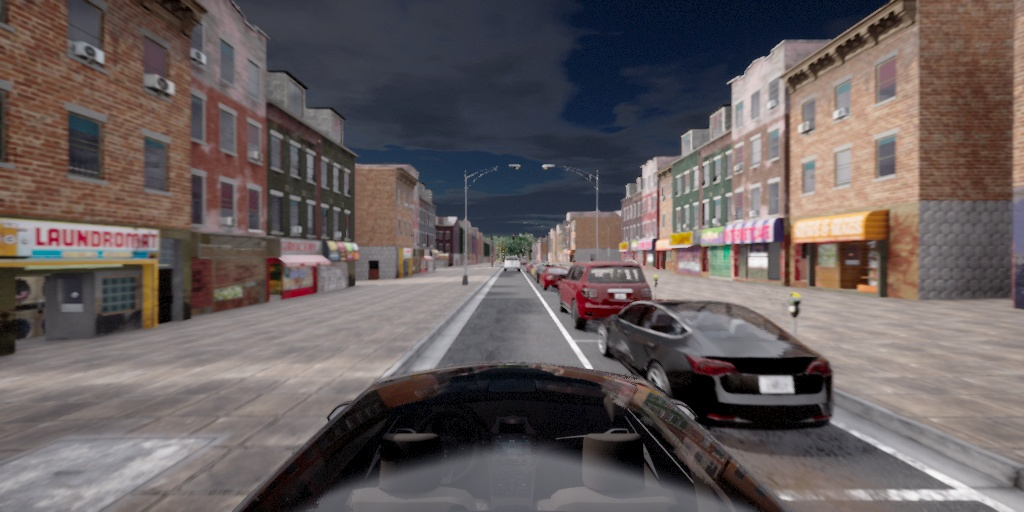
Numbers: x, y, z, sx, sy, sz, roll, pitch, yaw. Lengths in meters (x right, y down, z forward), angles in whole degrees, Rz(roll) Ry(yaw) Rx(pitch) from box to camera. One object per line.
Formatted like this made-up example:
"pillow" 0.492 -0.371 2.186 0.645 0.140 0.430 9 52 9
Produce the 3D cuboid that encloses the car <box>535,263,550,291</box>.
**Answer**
"car" 2.644 1.308 22.053 1.888 1.381 4.507 0 0 0

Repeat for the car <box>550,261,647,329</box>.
"car" 2.641 1.066 11.119 2.192 1.841 5.009 0 0 0

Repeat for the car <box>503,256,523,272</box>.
"car" 0.015 1.049 48.644 2.150 2.045 5.566 0 0 0

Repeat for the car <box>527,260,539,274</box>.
"car" 2.647 1.309 33.156 1.751 1.417 4.829 0 0 0

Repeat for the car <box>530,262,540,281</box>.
"car" 2.646 1.338 27.519 1.948 1.339 4.313 0 0 0

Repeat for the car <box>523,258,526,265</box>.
"car" 2.651 1.252 43.919 1.967 1.591 4.097 0 0 0

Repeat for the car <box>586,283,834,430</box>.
"car" 2.639 1.316 5.652 1.948 1.339 4.313 0 0 0

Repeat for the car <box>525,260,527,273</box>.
"car" 2.649 1.379 38.453 1.802 1.307 4.207 0 0 0
